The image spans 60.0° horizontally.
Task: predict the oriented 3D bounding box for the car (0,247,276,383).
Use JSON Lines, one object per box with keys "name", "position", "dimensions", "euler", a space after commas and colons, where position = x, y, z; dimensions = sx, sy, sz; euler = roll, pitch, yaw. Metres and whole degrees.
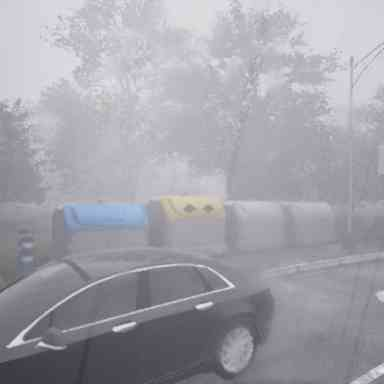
{"name": "car", "position": [-1.104, 1.509, 3.950], "dimensions": [4.892, 1.490, 1.837], "euler": [0, 0, -35]}
